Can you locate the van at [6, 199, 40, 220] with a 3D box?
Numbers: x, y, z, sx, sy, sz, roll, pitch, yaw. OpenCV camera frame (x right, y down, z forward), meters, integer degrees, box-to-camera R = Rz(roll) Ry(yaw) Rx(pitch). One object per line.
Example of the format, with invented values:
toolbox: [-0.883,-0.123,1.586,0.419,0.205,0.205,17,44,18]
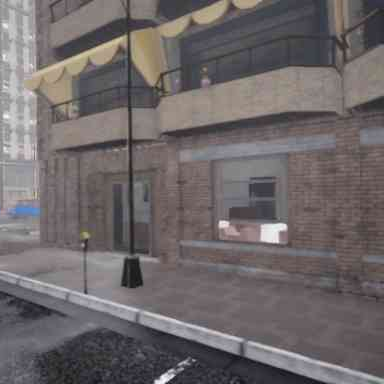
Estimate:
van: [-13.954,1.467,29.155,1.690,1.788,3.998,-2,-1,36]
